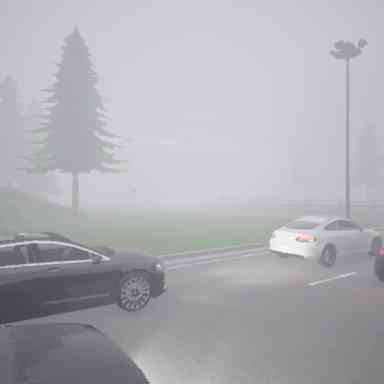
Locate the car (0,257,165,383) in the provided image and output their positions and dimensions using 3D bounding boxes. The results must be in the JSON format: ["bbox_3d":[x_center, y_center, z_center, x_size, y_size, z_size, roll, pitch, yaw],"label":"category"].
[{"bbox_3d":[-2.808,1.548,1.743,5.357,1.411,2.033,0,0,-35],"label":"car"}]

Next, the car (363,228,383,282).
[{"bbox_3d":[6.491,1.564,8.416,4.181,1.385,1.994,0,0,-35],"label":"car"}]

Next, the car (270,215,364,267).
[{"bbox_3d":[4.653,1.526,11.399,4.674,1.442,1.812,0,0,-35],"label":"car"}]

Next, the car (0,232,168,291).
[{"bbox_3d":[-2.775,1.490,6.066,4.902,1.511,2.128,0,0,-35],"label":"car"}]
